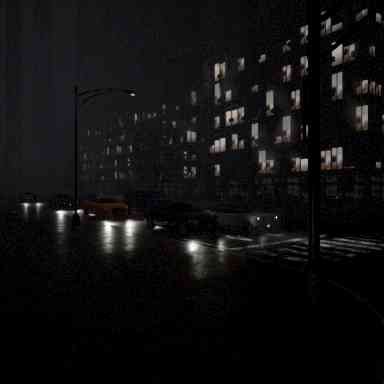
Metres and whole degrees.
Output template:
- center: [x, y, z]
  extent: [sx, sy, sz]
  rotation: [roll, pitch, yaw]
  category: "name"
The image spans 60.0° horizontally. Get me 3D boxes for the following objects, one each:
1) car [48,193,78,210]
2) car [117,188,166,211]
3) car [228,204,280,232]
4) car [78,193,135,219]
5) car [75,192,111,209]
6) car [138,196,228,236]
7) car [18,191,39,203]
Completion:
- center: [-12.778, 0.898, 32.787]
  extent: [1.837, 1.490, 4.892]
  rotation: [0, 1, -38]
  category: "car"
- center: [-3.522, 0.810, 26.234]
  extent: [2.150, 2.045, 5.566]
  rotation: [0, 1, -38]
  category: "car"
- center: [2.508, 1.368, 18.580]
  extent: [1.895, 1.301, 4.718]
  rotation: [0, 1, -39]
  category: "car"
- center: [-6.504, 1.058, 24.772]
  extent: [1.882, 1.535, 5.008]
  rotation: [0, 1, -38]
  category: "car"
- center: [-10.538, 0.858, 35.207]
  extent: [1.882, 1.535, 5.008]
  rotation: [0, 1, -38]
  category: "car"
- center: [-0.661, 1.231, 17.325]
  extent: [1.882, 1.535, 5.008]
  rotation: [0, 1, -37]
  category: "car"
- center: [-22.052, 0.669, 44.803]
  extent: [1.837, 1.490, 4.892]
  rotation: [0, 1, -38]
  category: "car"
